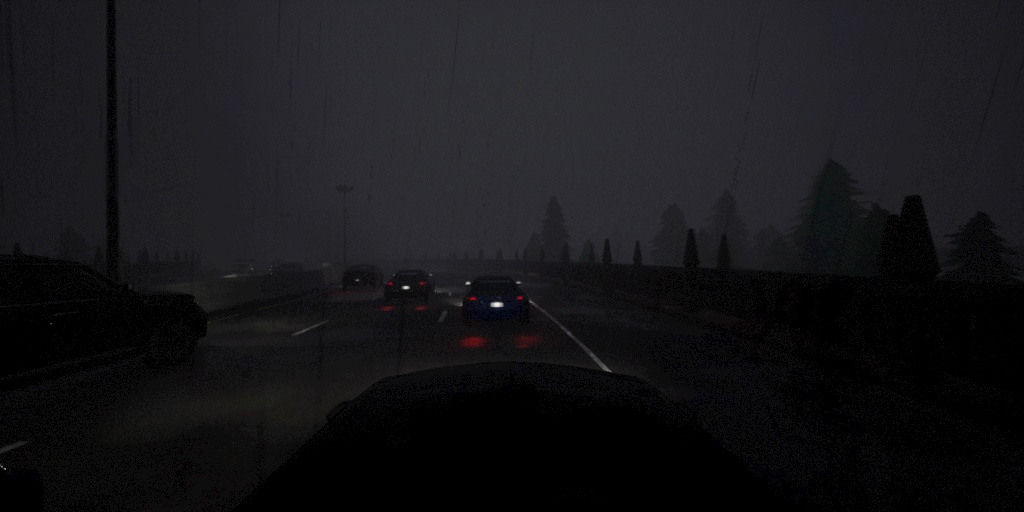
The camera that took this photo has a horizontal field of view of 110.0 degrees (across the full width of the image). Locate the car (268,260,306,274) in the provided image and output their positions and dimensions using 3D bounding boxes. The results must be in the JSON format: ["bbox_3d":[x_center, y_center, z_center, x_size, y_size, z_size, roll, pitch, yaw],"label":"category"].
[{"bbox_3d":[-19.155,1.332,30.885,1.837,1.490,4.892,0,0,-19],"label":"car"}]

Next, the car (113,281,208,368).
[{"bbox_3d":[-7.058,0.988,4.714,2.150,2.045,5.566,0,0,-2],"label":"car"}]

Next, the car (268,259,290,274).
[{"bbox_3d":[-29.920,1.279,46.089,2.097,1.767,4.553,0,0,-30],"label":"car"}]

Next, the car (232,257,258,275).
[{"bbox_3d":[-32.837,1.163,44.211,2.150,2.045,5.566,0,0,-30],"label":"car"}]

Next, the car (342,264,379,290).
[{"bbox_3d":[-9.523,1.255,23.212,1.882,1.535,5.008,0,0,-13],"label":"car"}]

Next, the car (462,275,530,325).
[{"bbox_3d":[-0.593,1.310,11.853,1.994,1.385,4.181,0,0,-5],"label":"car"}]

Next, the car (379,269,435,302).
[{"bbox_3d":[-4.827,1.322,17.306,1.994,1.385,4.181,0,0,-8],"label":"car"}]
